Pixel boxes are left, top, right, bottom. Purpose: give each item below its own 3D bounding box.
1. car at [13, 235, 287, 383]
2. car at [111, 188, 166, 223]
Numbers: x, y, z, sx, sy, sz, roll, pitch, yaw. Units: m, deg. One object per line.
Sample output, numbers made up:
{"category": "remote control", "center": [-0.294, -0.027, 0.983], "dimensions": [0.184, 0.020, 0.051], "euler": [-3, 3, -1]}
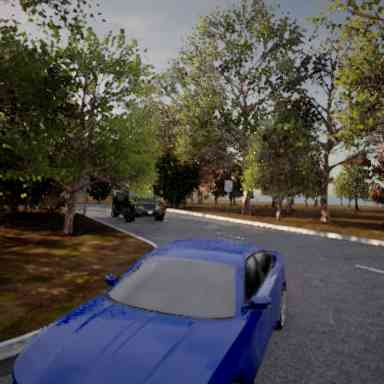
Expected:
{"category": "car", "center": [0.097, 1.453, 4.463], "dimensions": [1.882, 1.535, 5.008], "euler": [2, 1, 23]}
{"category": "car", "center": [-3.586, 0.760, 21.252], "dimensions": [2.150, 2.045, 5.566], "euler": [1, 0, -27]}
